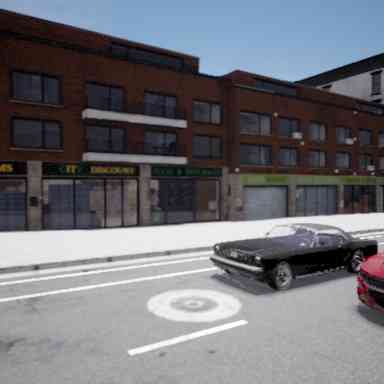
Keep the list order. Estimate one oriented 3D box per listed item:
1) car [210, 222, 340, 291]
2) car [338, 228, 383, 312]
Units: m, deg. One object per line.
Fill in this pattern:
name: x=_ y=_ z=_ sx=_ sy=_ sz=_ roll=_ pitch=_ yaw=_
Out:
car: x=2.820 y=1.525 z=8.878 sx=4.718 sy=1.301 sz=1.895 roll=0 pitch=1 yaw=-33
car: x=5.335 y=1.459 z=6.627 sx=5.008 sy=1.535 sz=1.882 roll=0 pitch=1 yaw=-33
